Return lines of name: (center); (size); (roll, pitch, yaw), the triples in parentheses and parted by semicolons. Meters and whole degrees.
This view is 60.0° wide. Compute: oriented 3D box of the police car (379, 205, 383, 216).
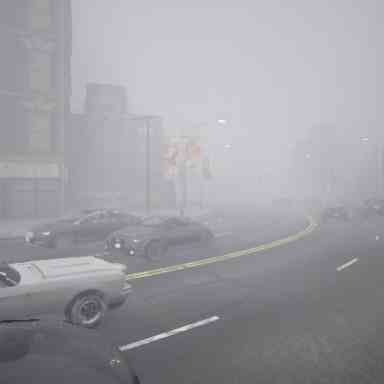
police car: (9.360, 1.418, 14.060); (1.930, 1.638, 5.238); (0, 0, 34)

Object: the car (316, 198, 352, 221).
car: (11.398, 1.508, 26.941); (1.812, 1.442, 4.674); (0, 0, 17)

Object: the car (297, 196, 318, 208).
car: (16.405, 1.320, 46.851); (2.097, 1.767, 4.553); (0, 0, -6)

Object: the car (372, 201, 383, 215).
car: (19.580, 1.577, 32.800); (1.895, 1.301, 4.718); (0, 0, 11)

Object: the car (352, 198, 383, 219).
car: (15.533, 1.334, 29.180); (2.097, 1.767, 4.553); (0, 0, 13)

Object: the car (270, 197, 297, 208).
car: (12.783, 1.471, 47.871); (1.837, 1.490, 4.892); (1, 0, -8)

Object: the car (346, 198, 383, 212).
car: (19.943, 1.497, 38.519); (2.002, 1.452, 4.674); (0, 0, 1)

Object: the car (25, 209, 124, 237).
car: (-4.258, 1.477, 13.876); (4.902, 1.511, 2.128); (0, 0, -45)

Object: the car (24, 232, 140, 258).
car: (-3.430, 1.595, 5.264); (4.718, 1.301, 1.895); (0, 0, -34)

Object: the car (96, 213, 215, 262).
car: (-1.036, 1.553, 12.231); (1.994, 1.385, 4.181); (0, 0, 43)

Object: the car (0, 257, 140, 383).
car: (-2.640, 1.490, 1.746); (4.902, 1.511, 2.128); (0, 0, -33)
